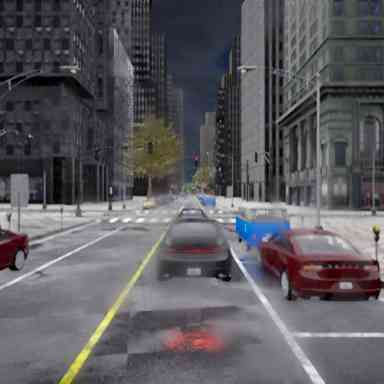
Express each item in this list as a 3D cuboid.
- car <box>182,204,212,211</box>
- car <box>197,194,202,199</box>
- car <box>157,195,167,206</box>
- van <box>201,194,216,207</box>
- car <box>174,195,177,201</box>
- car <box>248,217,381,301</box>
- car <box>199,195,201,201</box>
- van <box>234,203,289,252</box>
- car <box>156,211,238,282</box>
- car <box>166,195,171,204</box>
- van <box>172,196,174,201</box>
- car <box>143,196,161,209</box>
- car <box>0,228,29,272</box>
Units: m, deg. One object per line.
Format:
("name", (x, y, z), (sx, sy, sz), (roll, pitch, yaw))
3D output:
("car", (0.012, 1.598, 18.694), (1.994, 1.385, 4.181), (0, 0, 1))
("car", (2.772, 1.719, 73.389), (2.008, 1.369, 4.403), (0, 0, 0))
("car", (-5.754, 1.667, 56.920), (1.887, 1.381, 4.507), (0, 0, 0))
("van", (2.771, 1.450, 51.737), (1.690, 1.788, 3.998), (0, 0, 0))
("car", (-5.752, 1.781, 88.653), (1.947, 1.339, 4.313), (0, 0, 0))
("car", (2.780, 1.559, 8.227), (1.887, 1.381, 4.507), (0, 0, 0))
("car", (2.771, 1.682, 62.563), (1.887, 1.381, 4.507), (0, 0, 0))
("van", (2.782, 1.365, 13.753), (1.690, 1.788, 3.998), (0, 0, 0))
("car", (0.064, 1.521, 9.747), (1.837, 1.490, 4.892), (0, 0, 0))
("car", (-5.753, 1.451, 62.209), (2.192, 1.841, 5.009), (0, 0, 0))
("van", (-5.752, 1.523, 78.076), (1.690, 1.788, 3.998), (0, 0, 0))
("car", (-5.761, 1.621, 46.169), (1.752, 1.417, 4.829), (0, 0, 0))
("car", (-5.775, 1.559, 8.246), (1.887, 1.381, 4.507), (0, 0, 0))
